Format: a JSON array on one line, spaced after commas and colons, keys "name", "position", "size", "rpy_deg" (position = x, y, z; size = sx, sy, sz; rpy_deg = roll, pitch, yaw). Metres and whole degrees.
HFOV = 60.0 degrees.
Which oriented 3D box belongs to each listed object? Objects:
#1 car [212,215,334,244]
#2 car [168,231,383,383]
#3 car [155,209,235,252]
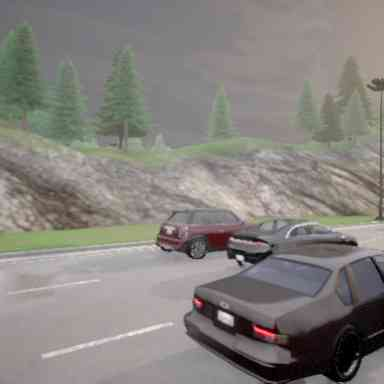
[{"name": "car", "position": [3.276, 1.580, 10.333], "size": [4.902, 1.511, 2.128], "rpy_deg": [1, 0, -35]}, {"name": "car", "position": [2.458, 1.600, 5.480], "size": [5.357, 1.411, 2.033], "rpy_deg": [1, 0, -35]}, {"name": "car", "position": [0.943, 1.437, 12.971], "size": [4.553, 1.767, 2.097], "rpy_deg": [1, 0, -35]}]
